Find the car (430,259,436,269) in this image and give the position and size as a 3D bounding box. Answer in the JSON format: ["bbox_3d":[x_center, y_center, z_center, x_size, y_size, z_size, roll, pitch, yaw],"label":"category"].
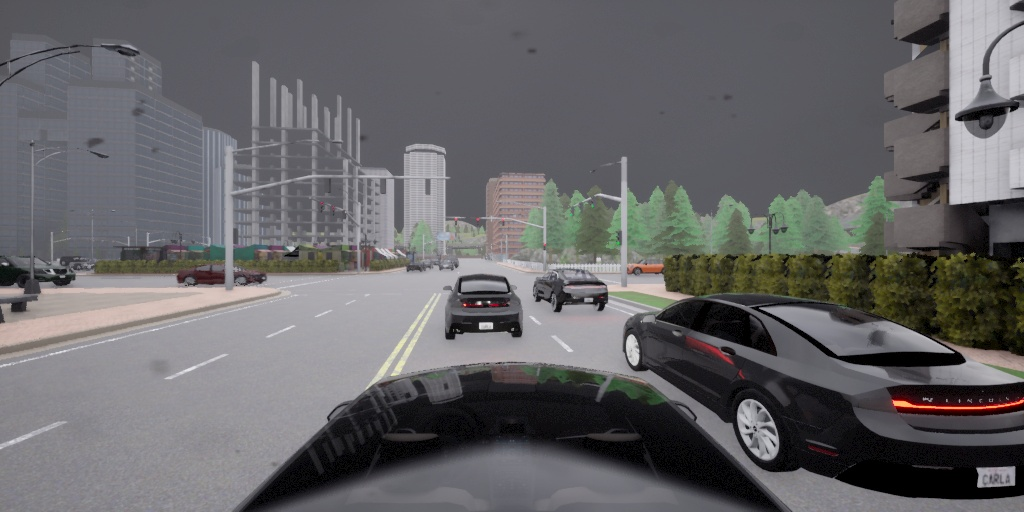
[{"bbox_3d":[-13.204,1.255,55.320,1.837,1.490,4.892,0,0,-6],"label":"car"}]

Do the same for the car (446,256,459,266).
[{"bbox_3d":[-10.191,0.971,59.869,2.150,2.045,5.566,0,0,-6],"label":"car"}]

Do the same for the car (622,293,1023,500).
[{"bbox_3d":[3.110,1.255,4.857,1.837,1.490,4.892,0,0,-4],"label":"car"}]

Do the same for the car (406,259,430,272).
[{"bbox_3d":[-12.223,1.351,46.082,1.895,1.301,4.718,0,0,-4],"label":"car"}]

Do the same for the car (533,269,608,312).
[{"bbox_3d":[2.132,1.242,14.218,2.128,1.511,4.902,0,0,-9],"label":"car"}]

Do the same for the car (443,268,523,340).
[{"bbox_3d":[-0.863,1.255,10.100,1.837,1.490,4.892,0,0,-7],"label":"car"}]

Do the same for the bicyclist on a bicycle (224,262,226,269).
[{"bbox_3d":[-29.539,1.011,37.401,0.582,1.620,1.656,0,5,-5],"label":"bicyclist on a bicycle"}]

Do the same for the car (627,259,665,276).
[{"bbox_3d":[14.035,1.102,37.519,4.553,1.767,2.097,0,0,-5],"label":"car"}]

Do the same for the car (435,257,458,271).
[{"bbox_3d":[-9.090,1.241,50.069,2.128,1.511,4.902,0,0,-7],"label":"car"}]

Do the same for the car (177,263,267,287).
[{"bbox_3d":[-19.151,1.228,23.834,5.008,1.535,1.882,0,0,-5],"label":"car"}]

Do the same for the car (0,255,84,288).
[{"bbox_3d":[-31.544,0.971,22.736,5.566,2.045,2.150,0,0,-5],"label":"car"}]
